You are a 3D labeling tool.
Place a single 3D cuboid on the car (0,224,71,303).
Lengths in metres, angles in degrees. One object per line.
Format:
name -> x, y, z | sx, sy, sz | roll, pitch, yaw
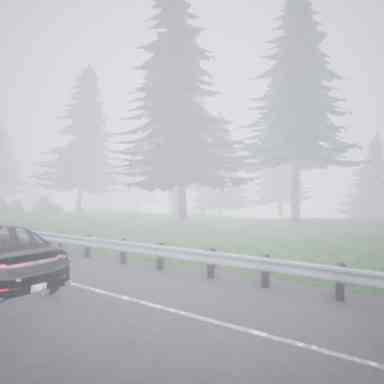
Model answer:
car -> -4.691, 1.457, 7.244 | 4.902, 1.511, 2.128 | 0, 0, 35
